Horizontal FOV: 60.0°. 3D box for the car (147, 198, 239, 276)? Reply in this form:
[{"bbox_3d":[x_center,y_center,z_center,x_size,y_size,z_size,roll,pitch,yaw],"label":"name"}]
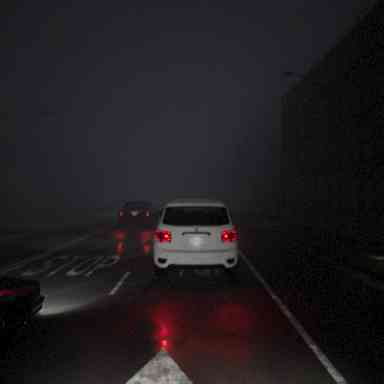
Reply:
[{"bbox_3d":[0.099,1.194,10.362,2.150,2.045,5.566,0,0,0],"label":"car"}]

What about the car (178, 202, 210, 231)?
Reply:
[{"bbox_3d":[0.093,1.467,21.196,1.812,1.442,4.674,0,0,0],"label":"car"}]

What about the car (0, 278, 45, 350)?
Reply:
[{"bbox_3d":[-3.403,1.538,3.150,2.033,1.411,5.357,0,0,0],"label":"car"}]

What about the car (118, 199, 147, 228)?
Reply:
[{"bbox_3d":[-3.405,1.296,21.830,2.097,1.767,4.553,0,1,0],"label":"car"}]
